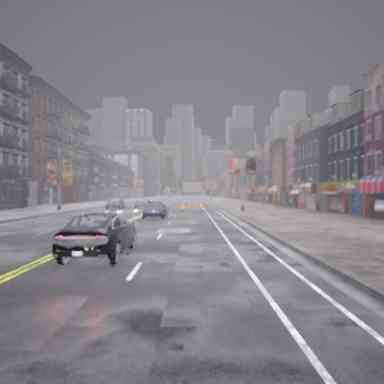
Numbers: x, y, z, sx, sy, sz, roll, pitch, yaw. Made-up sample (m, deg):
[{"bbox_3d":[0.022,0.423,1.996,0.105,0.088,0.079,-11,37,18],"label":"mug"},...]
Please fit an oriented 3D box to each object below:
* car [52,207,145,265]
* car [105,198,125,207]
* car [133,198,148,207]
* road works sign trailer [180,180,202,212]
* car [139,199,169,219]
[{"bbox_3d":[-3.149,1.476,11.558,2.128,1.511,4.902,0,0,0],"label":"car"},{"bbox_3d":[-9.831,1.516,42.934,1.812,1.442,4.674,0,0,0],"label":"car"},{"bbox_3d":[-6.577,1.518,44.656,1.812,1.442,4.674,0,0,0],"label":"car"},{"bbox_3d":[0.002,0.449,37.966,2.380,3.560,2.880,0,0,0],"label":"road works sign trailer"},{"bbox_3d":[-3.149,1.543,29.279,1.994,1.385,4.181,0,0,0],"label":"car"}]
